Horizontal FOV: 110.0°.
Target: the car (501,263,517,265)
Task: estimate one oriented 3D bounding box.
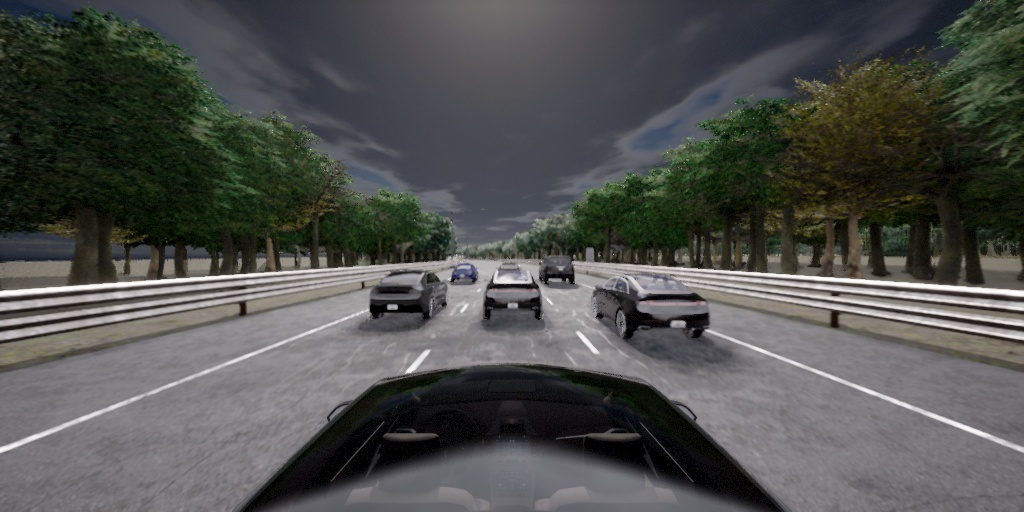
[{"bbox_3d":[-0.241,1.296,28.330,1.837,1.490,4.892,0,0,-1],"label":"car"}]

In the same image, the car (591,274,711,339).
[{"bbox_3d":[3.521,1.232,9.979,2.128,1.511,4.902,0,0,0],"label":"car"}]

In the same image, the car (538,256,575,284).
[{"bbox_3d":[3.288,1.007,27.105,2.150,2.045,5.566,0,0,-1],"label":"car"}]

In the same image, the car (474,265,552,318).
[{"bbox_3d":[0.012,1.237,12.853,2.128,1.511,4.902,0,0,0],"label":"car"}]

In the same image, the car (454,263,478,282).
[{"bbox_3d":[-3.754,1.321,28.973,1.812,1.442,4.674,0,0,-1],"label":"car"}]

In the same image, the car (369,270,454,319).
[{"bbox_3d":[-3.488,1.251,12.845,1.837,1.490,4.892,0,0,0],"label":"car"}]
